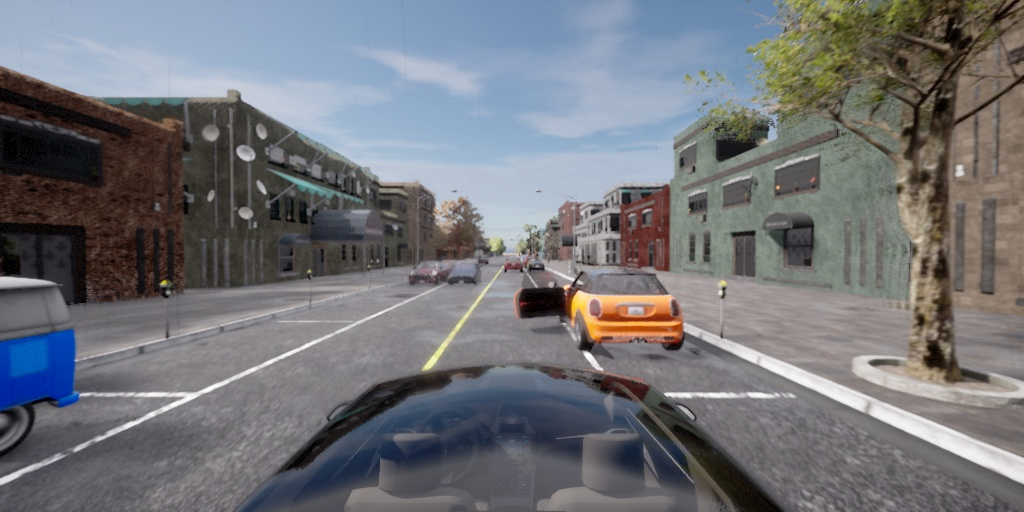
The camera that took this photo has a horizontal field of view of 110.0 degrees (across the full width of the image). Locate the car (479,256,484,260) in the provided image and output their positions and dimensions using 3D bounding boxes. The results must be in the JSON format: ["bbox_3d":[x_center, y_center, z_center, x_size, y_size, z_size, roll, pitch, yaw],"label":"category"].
[{"bbox_3d":[-5.581,1.081,52.227,1.802,1.307,4.207,0,0,0],"label":"car"}]

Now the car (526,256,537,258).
[{"bbox_3d":[2.789,1.053,46.832,1.751,1.417,4.829,0,0,0],"label":"car"}]

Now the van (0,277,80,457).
[{"bbox_3d":[-5.687,1.087,2.292,1.690,1.789,3.998,0,0,0],"label":"van"}]

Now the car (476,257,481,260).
[{"bbox_3d":[-5.593,1.077,46.678,2.007,1.370,4.403,0,0,0],"label":"car"}]

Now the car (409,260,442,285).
[{"bbox_3d":[-5.640,1.076,24.485,1.967,1.591,4.097,0,0,0],"label":"car"}]

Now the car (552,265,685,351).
[{"bbox_3d":[2.403,1.066,9.070,2.097,1.767,4.553,0,0,0],"label":"car"}]

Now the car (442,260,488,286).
[{"bbox_3d":[-3.053,1.185,24.291,2.033,1.411,5.357,0,0,0],"label":"car"}]

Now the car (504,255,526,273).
[{"bbox_3d":[0.168,0.908,40.796,2.097,1.767,4.553,0,0,0],"label":"car"}]

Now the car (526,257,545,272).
[{"bbox_3d":[2.776,1.121,41.114,1.948,1.339,4.313,0,0,0],"label":"car"}]
